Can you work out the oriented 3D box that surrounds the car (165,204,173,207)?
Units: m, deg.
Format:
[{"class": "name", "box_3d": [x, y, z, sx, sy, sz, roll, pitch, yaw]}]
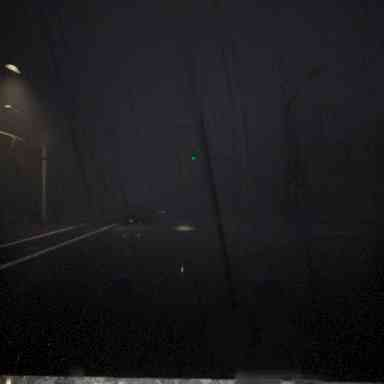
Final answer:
[{"class": "car", "box_3d": [-3.508, 1.957, 50.306, 1.895, 1.301, 4.718, 0, -1, 0]}]

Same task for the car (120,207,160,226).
[{"class": "car", "box_3d": [-3.934, 1.887, 25.844, 1.994, 1.385, 4.181, 0, 0, 13]}]
